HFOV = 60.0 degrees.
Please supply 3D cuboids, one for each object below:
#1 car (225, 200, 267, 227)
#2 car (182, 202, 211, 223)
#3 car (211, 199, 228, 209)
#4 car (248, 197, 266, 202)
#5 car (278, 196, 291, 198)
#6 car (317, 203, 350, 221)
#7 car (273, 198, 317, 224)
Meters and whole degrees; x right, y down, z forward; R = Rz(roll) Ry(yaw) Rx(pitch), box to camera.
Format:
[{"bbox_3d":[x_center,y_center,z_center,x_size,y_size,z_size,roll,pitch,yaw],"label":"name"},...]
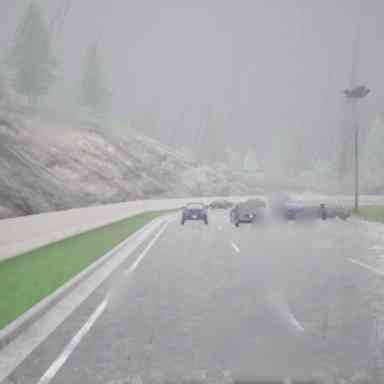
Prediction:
[{"bbox_3d":[3.675,1.516,22.737,2.033,1.411,5.357,0,0,2],"label":"car"},{"bbox_3d":[0.236,1.491,24.759,1.812,1.442,4.674,0,0,1],"label":"car"},{"bbox_3d":[3.906,1.542,42.238,1.895,1.301,4.718,0,0,22],"label":"car"},{"bbox_3d":[8.264,1.433,42.673,2.128,1.511,4.902,0,0,25],"label":"car"},{"bbox_3d":[11.824,1.294,41.992,2.097,1.767,4.553,0,0,25],"label":"car"},{"bbox_3d":[10.902,1.564,26.766,1.895,1.301,4.718,0,0,5],"label":"car"},{"bbox_3d":[7.278,1.443,24.613,1.882,1.535,5.008,0,0,3],"label":"car"}]
